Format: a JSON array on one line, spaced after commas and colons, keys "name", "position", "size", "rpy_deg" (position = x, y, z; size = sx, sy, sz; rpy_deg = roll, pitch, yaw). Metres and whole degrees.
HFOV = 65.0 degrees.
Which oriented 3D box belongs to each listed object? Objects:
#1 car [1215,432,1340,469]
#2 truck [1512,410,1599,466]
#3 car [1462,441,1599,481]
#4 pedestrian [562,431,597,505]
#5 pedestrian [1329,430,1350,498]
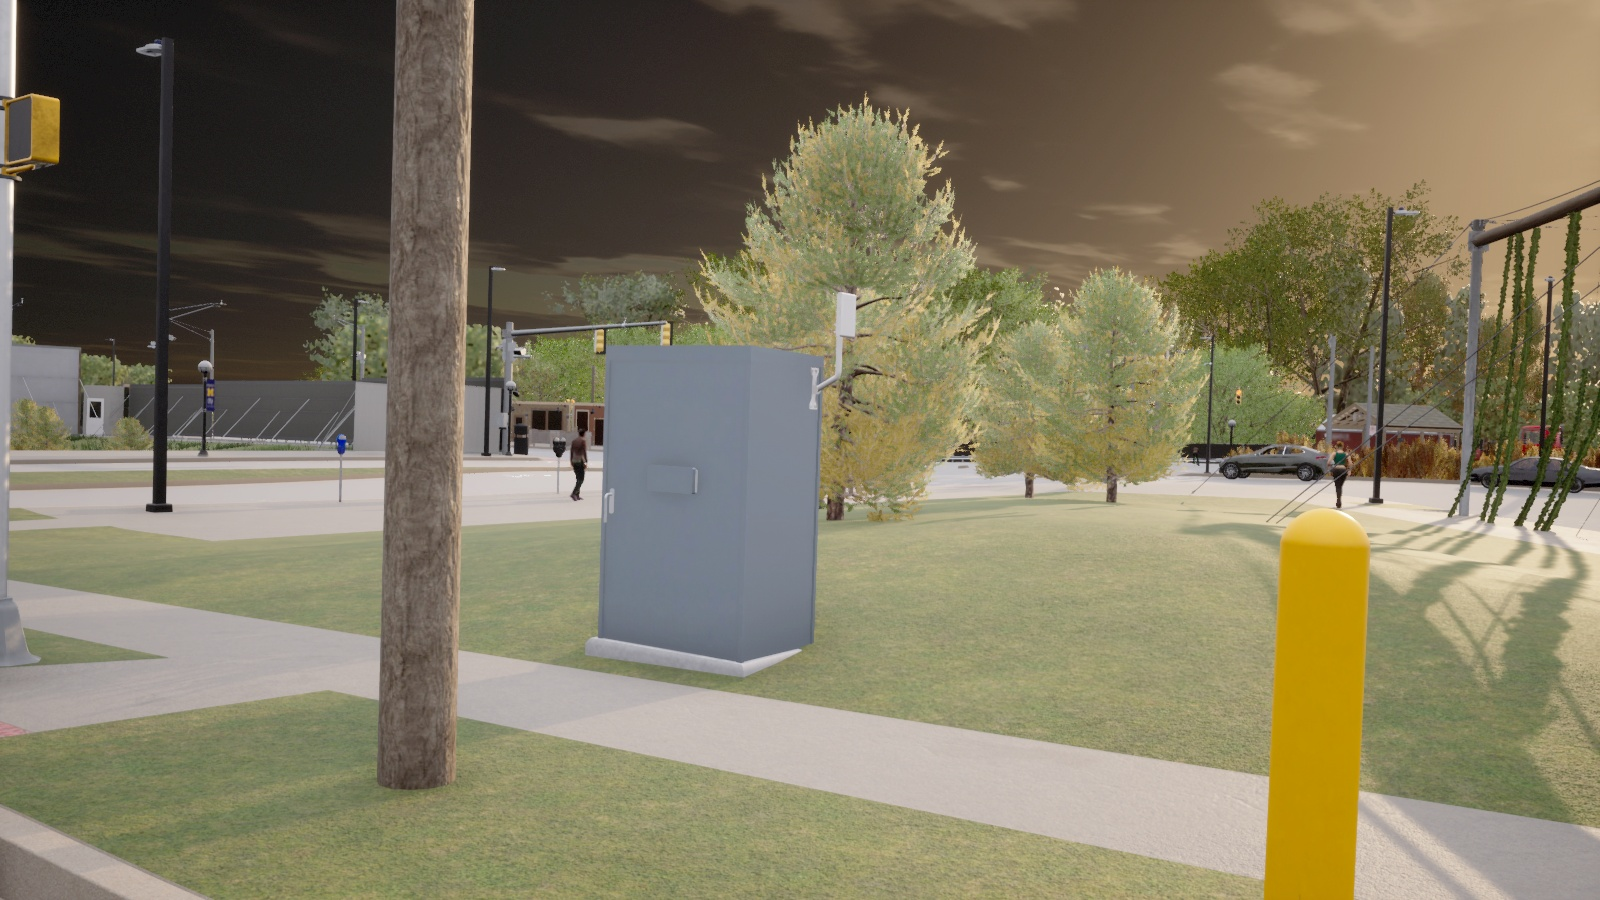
[{"name": "car", "position": [22.013, 0.015, 57.932], "size": [5.027, 1.651, 2.152], "rpy_deg": [0, 1, 34]}, {"name": "truck", "position": [49.847, -0.766, 79.393], "size": [7.936, 3.462, 2.891], "rpy_deg": [1, 2, 40]}, {"name": "car", "position": [30.596, 0.423, 52.045], "size": [5.357, 1.411, 2.033], "rpy_deg": [2, 3, 34]}, {"name": "pedestrian", "position": [-5.487, 0.440, 31.265], "size": [0.328, 1.805, 0.869], "rpy_deg": [2, 2, 34]}, {"name": "pedestrian", "position": [14.796, 0.375, 34.438], "size": [0.345, 1.836, 0.594], "rpy_deg": [1, 2, 9]}]
